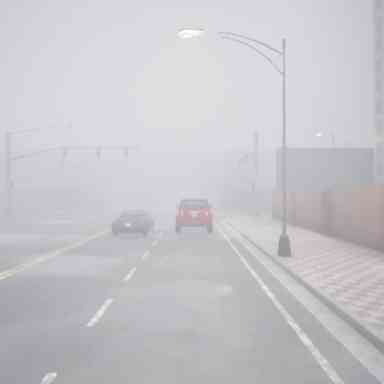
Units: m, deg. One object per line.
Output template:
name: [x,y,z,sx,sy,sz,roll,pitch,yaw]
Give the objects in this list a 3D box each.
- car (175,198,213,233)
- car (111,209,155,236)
car: [0.135,1.380,20.897,2.150,2.045,5.566,0,0,0]
car: [-3.368,1.711,19.556,1.994,1.385,4.181,0,0,0]
